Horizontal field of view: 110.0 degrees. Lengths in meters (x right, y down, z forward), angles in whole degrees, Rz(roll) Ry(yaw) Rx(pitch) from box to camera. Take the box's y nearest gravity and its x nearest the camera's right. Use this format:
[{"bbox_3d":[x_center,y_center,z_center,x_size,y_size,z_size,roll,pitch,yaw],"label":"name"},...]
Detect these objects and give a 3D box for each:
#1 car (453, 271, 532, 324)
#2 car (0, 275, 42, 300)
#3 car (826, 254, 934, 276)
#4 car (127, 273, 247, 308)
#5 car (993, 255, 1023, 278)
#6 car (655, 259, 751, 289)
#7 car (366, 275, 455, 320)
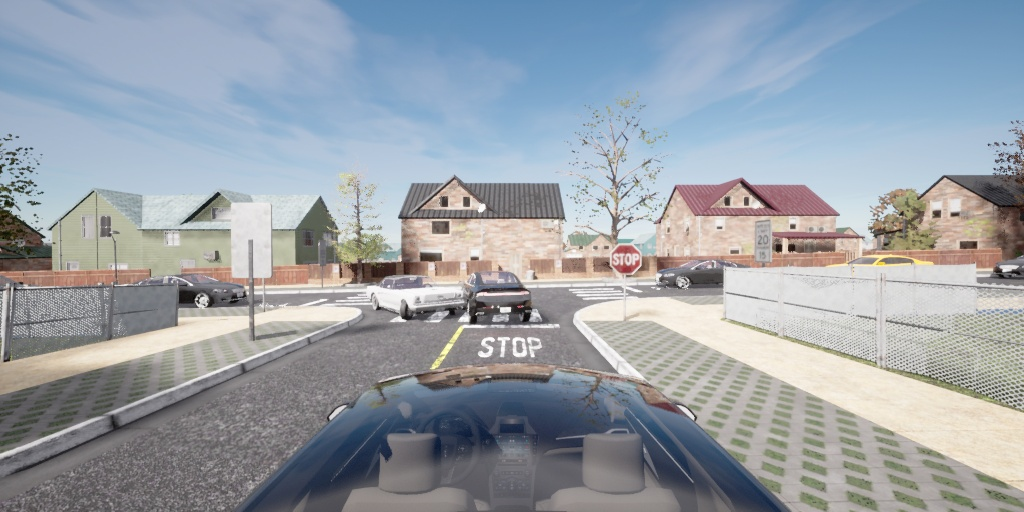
[{"bbox_3d":[-0.683,1.242,12.039,2.128,1.511,4.902,0,0,-12],"label":"car"},{"bbox_3d":[-24.236,1.648,16.358,4.553,1.767,2.097,-1,1,0],"label":"car"},{"bbox_3d":[19.766,0.690,19.479,5.008,1.535,1.882,-1,1,-1],"label":"car"},{"bbox_3d":[-14.898,1.566,16.397,4.902,1.511,2.128,-1,1,0],"label":"car"},{"bbox_3d":[29.390,0.478,19.513,4.902,1.511,2.128,-1,1,0],"label":"car"},{"bbox_3d":[10.335,0.926,19.444,4.902,1.511,2.128,-1,1,0],"label":"car"},{"bbox_3d":[-3.600,1.368,12.899,1.895,1.301,4.718,0,0,-38],"label":"car"}]
